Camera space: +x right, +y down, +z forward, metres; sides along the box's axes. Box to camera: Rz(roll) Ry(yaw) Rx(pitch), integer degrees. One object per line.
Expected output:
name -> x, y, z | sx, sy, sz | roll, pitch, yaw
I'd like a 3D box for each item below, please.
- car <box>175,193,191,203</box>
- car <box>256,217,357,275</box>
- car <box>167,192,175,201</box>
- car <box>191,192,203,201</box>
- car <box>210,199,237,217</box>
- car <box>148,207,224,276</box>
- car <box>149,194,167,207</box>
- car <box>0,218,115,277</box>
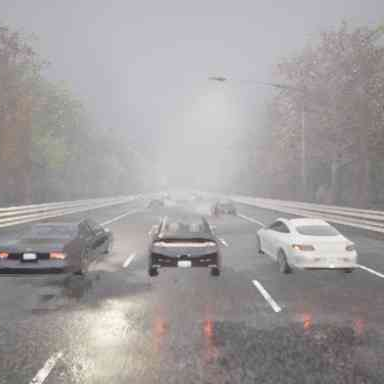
car -> -1.615, 1.275, 59.143 | 1.895, 1.301, 4.718 | 0, 0, -2
car -> 3.262, 1.486, 10.213 | 1.812, 1.442, 4.674 | 0, 0, -2
car -> -5.507, 1.102, 73.075 | 2.128, 1.511, 4.902 | 0, 0, -2
car -> 1.490, 1.139, 73.264 | 2.033, 1.411, 5.357 | 0, 0, -2
car -> 2.725, 1.353, 29.280 | 2.128, 1.511, 4.902 | 0, 0, -2
car -> -0.237, 1.440, 10.123 | 2.128, 1.511, 4.902 | 0, 0, -2
car -> -4.719, 1.274, 45.069 | 1.812, 1.442, 4.674 | 0, 0, -2
car -> -3.736, 1.485, 10.015 | 2.033, 1.411, 5.357 | 0, 0, -2
